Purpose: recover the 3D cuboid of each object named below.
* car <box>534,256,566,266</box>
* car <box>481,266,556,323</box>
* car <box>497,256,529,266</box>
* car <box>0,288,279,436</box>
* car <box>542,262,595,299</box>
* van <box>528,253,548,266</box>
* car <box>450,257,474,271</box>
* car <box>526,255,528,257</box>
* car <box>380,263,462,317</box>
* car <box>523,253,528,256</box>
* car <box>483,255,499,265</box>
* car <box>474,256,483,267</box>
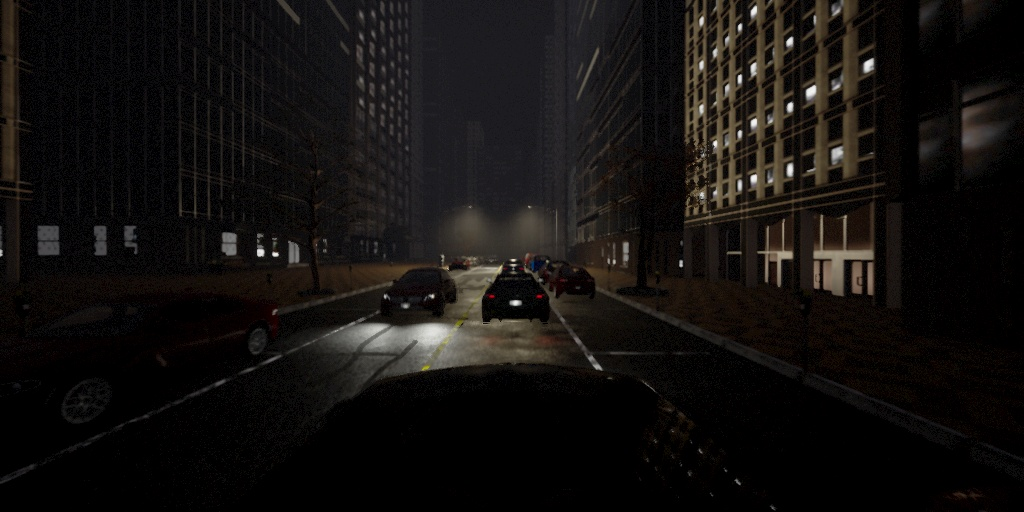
[{"bbox_3d":[2.690,0.973,22.529,1.967,1.591,4.097,0,0,0],"label":"car"},{"bbox_3d":[0.099,1.211,11.674,1.994,1.385,4.181,0,1,0],"label":"car"},{"bbox_3d":[0.098,1.002,30.079,2.033,1.411,5.357,0,1,0],"label":"car"},{"bbox_3d":[-5.689,1.255,5.567,1.888,1.381,4.507,0,0,0],"label":"car"},{"bbox_3d":[2.690,1.137,16.887,1.888,1.381,4.507,0,0,0],"label":"car"},{"bbox_3d":[2.688,0.756,33.810,1.690,1.789,3.998,0,0,0],"label":"van"},{"bbox_3d":[-5.693,0.795,39.423,1.967,1.591,4.097,0,0,0],"label":"car"},{"bbox_3d":[2.687,0.906,39.452,2.007,1.370,4.403,0,0,0],"label":"car"},{"bbox_3d":[-3.100,1.161,12.766,1.812,1.442,4.674,0,1,0],"label":"car"},{"bbox_3d":[2.687,0.610,45.093,2.192,1.841,5.009,0,0,0],"label":"car"},{"bbox_3d":[-3.005,0.525,54.505,2.128,1.511,4.902,0,1,0],"label":"car"},{"bbox_3d":[-5.694,0.785,50.708,2.007,1.370,4.403,0,0,0],"label":"car"}]
